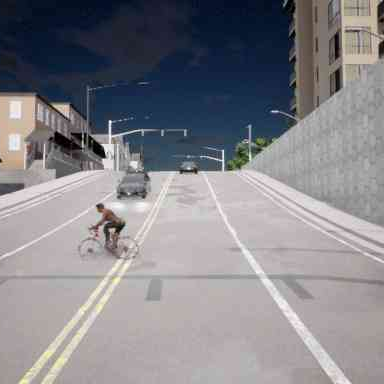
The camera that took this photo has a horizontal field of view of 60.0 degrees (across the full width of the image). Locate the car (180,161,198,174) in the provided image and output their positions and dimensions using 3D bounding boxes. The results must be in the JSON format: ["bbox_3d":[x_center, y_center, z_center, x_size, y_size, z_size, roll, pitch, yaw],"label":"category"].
[{"bbox_3d":[-0.356,-2.808,37.304,1.994,1.385,4.181,0,7,0],"label":"car"}]

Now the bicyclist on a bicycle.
[{"bbox_3d":[-2.306,1.112,9.082,1.656,1.620,0.582,-2,4,-1],"label":"bicyclist on a bicycle"}]

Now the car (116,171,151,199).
[{"bbox_3d":[-3.850,-0.549,22.497,1.837,1.490,4.892,0,10,-1],"label":"car"}]
